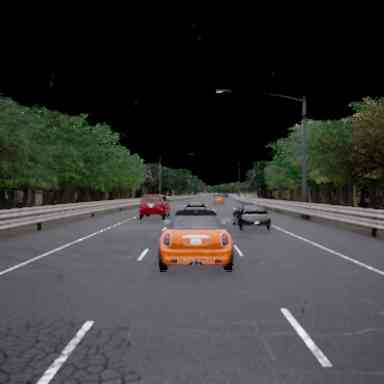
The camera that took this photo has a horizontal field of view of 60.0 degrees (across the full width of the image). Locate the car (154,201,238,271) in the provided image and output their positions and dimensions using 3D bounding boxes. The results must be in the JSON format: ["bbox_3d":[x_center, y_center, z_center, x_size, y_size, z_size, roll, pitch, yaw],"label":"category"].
[{"bbox_3d":[0.115,1.340,11.025,2.097,1.767,4.553,0,0,0],"label":"car"}]

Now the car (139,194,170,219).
[{"bbox_3d":[-3.148,1.217,28.775,2.150,2.045,5.566,0,0,2],"label":"car"}]

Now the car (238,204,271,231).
[{"bbox_3d":[3.595,1.480,20.695,2.128,1.511,4.902,0,0,1],"label":"car"}]

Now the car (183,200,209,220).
[{"bbox_3d":[0.356,1.488,29.310,2.128,1.511,4.902,0,0,1],"label":"car"}]

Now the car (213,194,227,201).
[{"bbox_3d":[5.149,1.491,64.391,2.097,1.767,4.553,0,0,3],"label":"car"}]

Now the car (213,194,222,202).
[{"bbox_3d":[6.645,1.504,86.248,2.150,2.045,5.566,0,0,5],"label":"car"}]
